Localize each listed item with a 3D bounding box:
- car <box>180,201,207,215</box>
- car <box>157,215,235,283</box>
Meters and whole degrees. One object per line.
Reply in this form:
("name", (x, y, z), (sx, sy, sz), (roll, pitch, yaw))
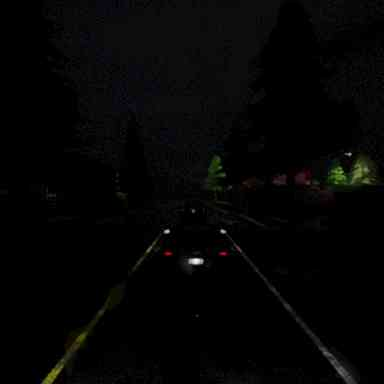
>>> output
("car", (0.102, 1.495, 27.228), (2.097, 1.767, 4.553), (0, 0, 0))
("car", (0.097, 1.613, 9.856), (1.994, 1.385, 4.181), (0, 0, 0))
